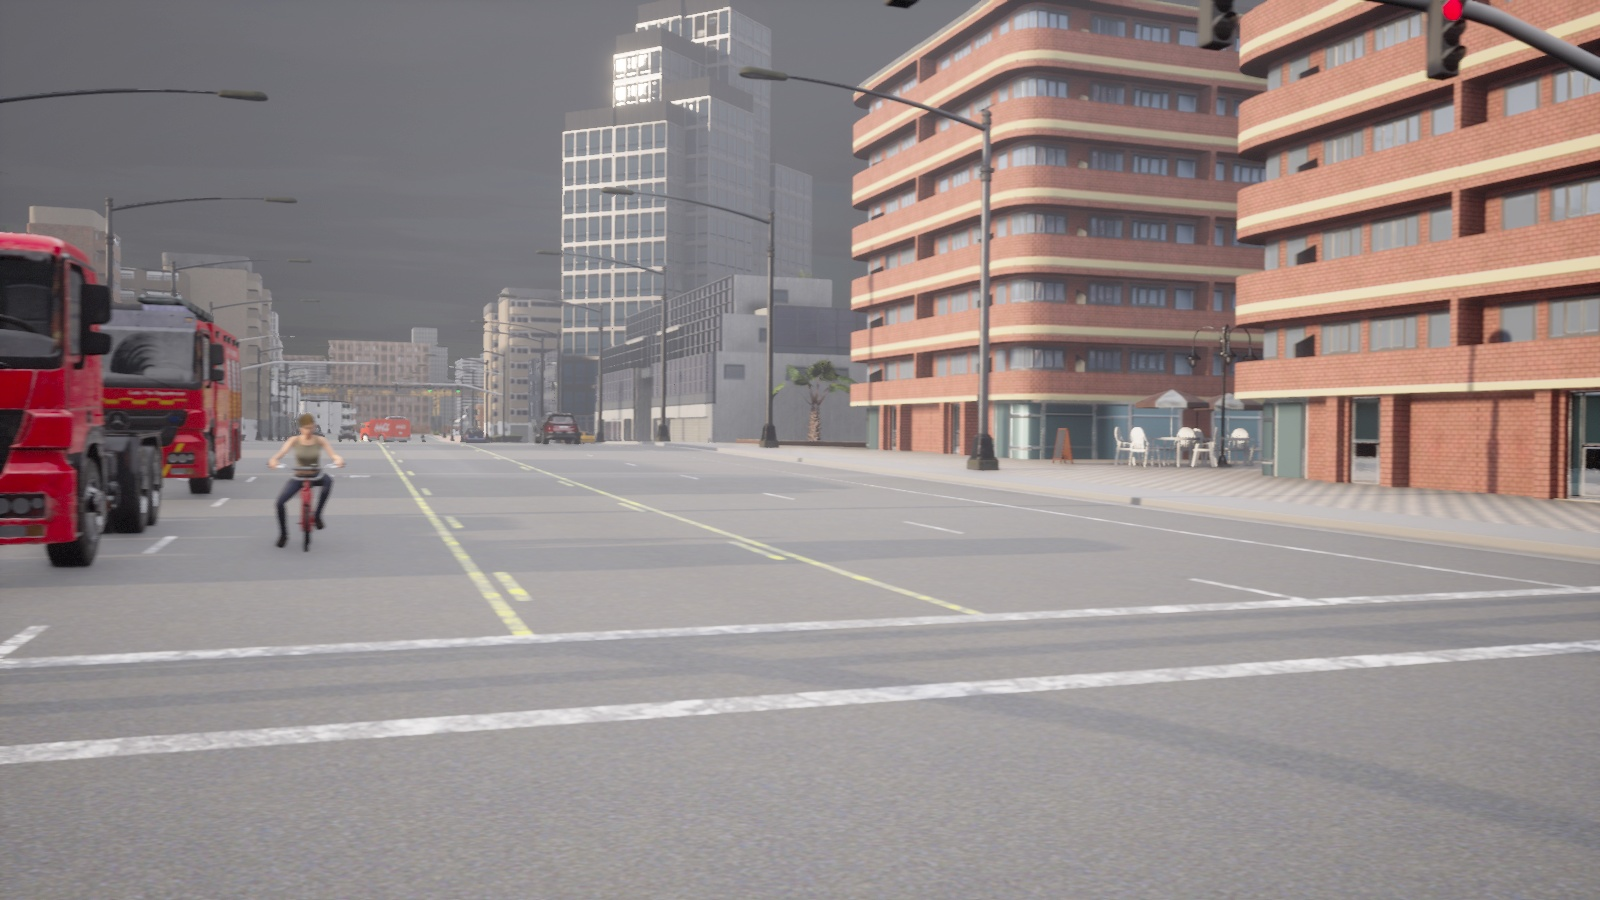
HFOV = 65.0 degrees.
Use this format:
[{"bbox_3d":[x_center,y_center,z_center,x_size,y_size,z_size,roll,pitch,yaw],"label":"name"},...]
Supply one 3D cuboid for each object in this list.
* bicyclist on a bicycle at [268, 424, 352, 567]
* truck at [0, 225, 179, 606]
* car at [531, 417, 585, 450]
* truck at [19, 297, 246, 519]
[{"bbox_3d":[-5.865,0.502,15.081,0.866,1.612,1.509,-1,2,-20],"label":"bicyclist on a bicycle"},{"bbox_3d":[-9.452,-0.380,14.856,2.891,3.462,7.936,-1,2,-20],"label":"truck"},{"bbox_3d":[-12.664,-0.839,65.450,2.033,1.649,4.856,-1,1,-20],"label":"car"},{"bbox_3d":[-13.476,-0.856,26.113,2.891,3.827,8.468,-1,2,-20],"label":"truck"}]
